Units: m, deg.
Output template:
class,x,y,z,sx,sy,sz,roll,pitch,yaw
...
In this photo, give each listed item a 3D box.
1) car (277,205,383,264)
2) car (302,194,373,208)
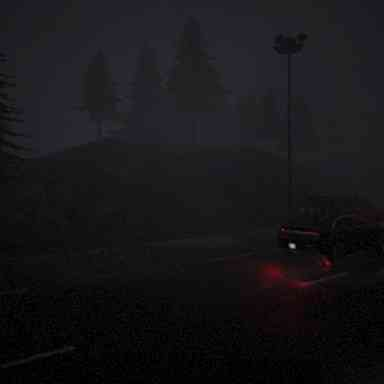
class,x,y,z,sx,sy,sz,roll,pitch,yaw
car,5.081,1.439,11.684,4.902,1.511,2.128,-1,0,-35
car,8.287,1.135,18.256,5.566,2.045,2.150,0,0,-35
